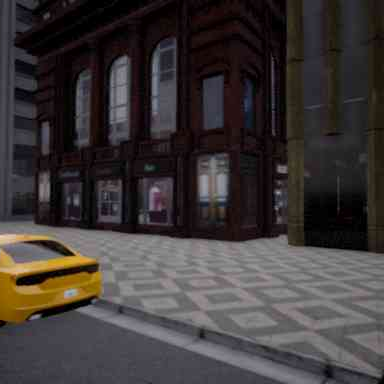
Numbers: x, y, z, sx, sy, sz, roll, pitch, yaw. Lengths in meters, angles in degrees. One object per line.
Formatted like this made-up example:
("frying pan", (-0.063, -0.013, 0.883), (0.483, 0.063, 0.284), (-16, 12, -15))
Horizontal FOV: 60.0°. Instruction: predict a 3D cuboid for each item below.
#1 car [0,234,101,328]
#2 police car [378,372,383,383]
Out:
("car", (-4.131, 1.681, 7.414), (5.008, 1.535, 1.882), (-1, -2, 37))
("police car", (3.770, 1.498, 1.468), (5.238, 1.638, 1.930), (-1, -2, 37))
